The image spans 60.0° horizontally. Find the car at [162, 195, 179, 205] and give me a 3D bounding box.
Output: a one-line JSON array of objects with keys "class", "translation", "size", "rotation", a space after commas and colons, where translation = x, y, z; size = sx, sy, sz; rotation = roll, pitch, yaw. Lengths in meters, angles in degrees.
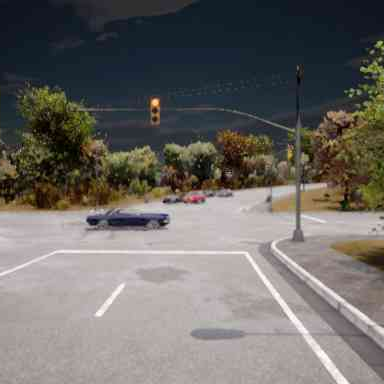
[{"class": "car", "translation": [-3.028, 1.205, 53.602], "size": [2.033, 1.411, 5.357], "rotation": [0, 2, 19]}]

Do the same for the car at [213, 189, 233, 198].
[{"class": "car", "translation": [6.680, 0.213, 67.464], "size": [2.097, 1.767, 4.553], "rotation": [0, 3, 27]}]

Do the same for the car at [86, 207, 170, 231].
[{"class": "car", "translation": [-3.659, 1.565, 19.720], "size": [4.718, 1.301, 1.895], "rotation": [0, 0, 3]}]

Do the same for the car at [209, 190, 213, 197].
[{"class": "car", "translation": [3.146, 0.416, 68.179], "size": [2.128, 1.511, 4.902], "rotation": [0, 4, 25]}]

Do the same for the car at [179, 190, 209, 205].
[{"class": "car", "translation": [0.363, 0.874, 52.651], "size": [2.150, 2.045, 5.566], "rotation": [0, 2, 20]}]
